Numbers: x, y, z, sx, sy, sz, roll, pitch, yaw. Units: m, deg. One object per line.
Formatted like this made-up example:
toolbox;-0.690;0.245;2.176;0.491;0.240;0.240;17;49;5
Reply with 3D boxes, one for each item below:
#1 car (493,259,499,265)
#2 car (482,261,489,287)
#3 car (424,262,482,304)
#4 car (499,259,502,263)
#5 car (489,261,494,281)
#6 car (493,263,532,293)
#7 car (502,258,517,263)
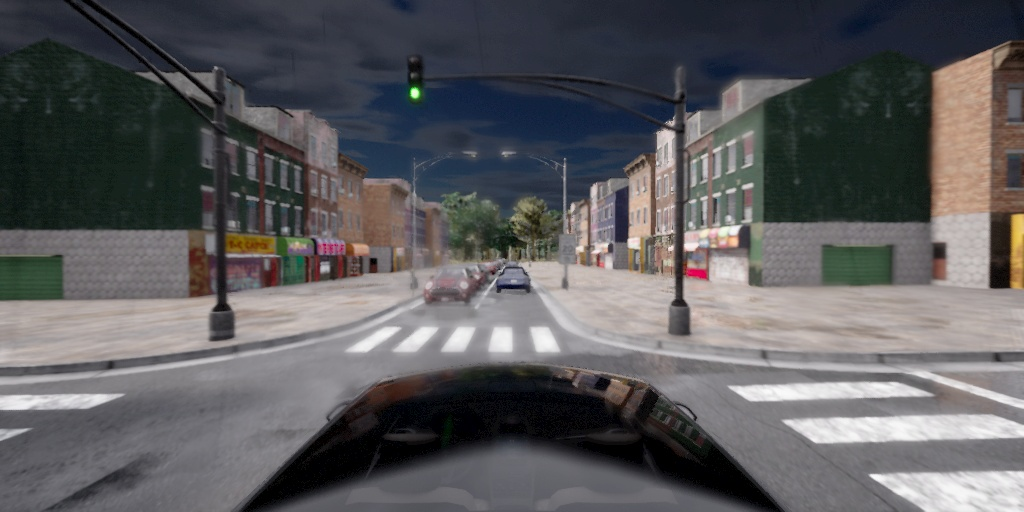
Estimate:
car;-2.634;1.304;37.898;1.888;1.381;4.507;0;0;0
car;-2.636;1.189;21.595;1.967;1.591;4.097;0;0;0
car;-2.637;1.188;16.160;1.967;1.591;4.097;0;0;0
car;-2.633;1.314;43.333;2.007;1.370;4.403;0;0;0
car;-2.635;1.317;27.029;1.948;1.339;4.313;0;0;0
car;0.102;1.313;21.060;1.994;1.385;4.181;0;0;0
car;0.016;1.314;46.839;2.033;1.411;5.357;0;0;0
